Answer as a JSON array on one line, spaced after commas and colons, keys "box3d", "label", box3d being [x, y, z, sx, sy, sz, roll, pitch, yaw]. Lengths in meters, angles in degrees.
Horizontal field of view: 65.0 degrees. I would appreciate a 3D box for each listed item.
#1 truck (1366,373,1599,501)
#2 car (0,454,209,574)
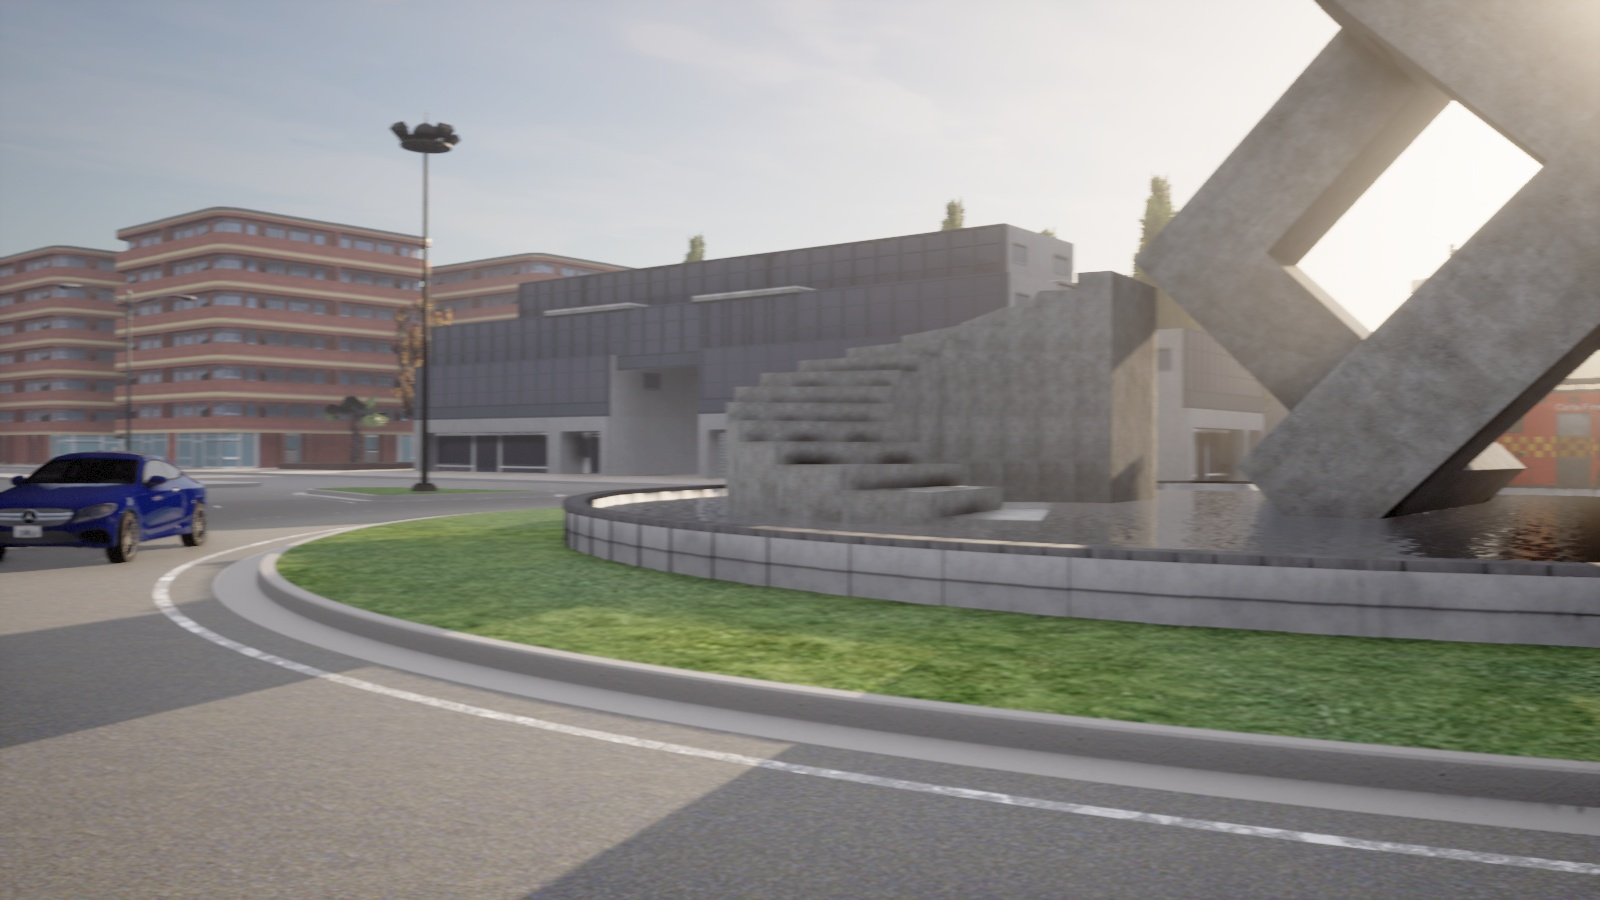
[{"box3d": [23.061, -0.385, 40.307, 8.468, 3.827, 2.891, 0, 0, 42], "label": "truck"}, {"box3d": [-9.969, 0.790, 17.602, 1.812, 1.442, 4.674, 0, 0, -9], "label": "car"}]
